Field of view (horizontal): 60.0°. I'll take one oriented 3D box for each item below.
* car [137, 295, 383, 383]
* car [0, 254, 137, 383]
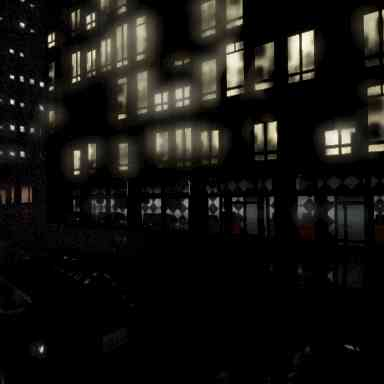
[{"bbox_3d":[1.915,1.440,1.625,4.097,1.590,1.967,0,-1,36],"label":"car"},{"bbox_3d":[-2.492,1.567,4.667,4.313,1.339,1.947,0,-1,36],"label":"car"}]
